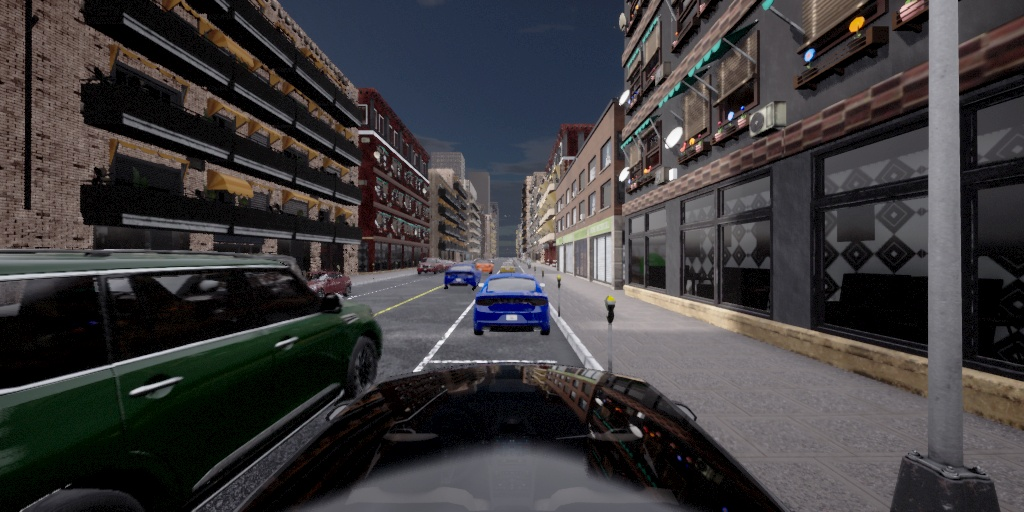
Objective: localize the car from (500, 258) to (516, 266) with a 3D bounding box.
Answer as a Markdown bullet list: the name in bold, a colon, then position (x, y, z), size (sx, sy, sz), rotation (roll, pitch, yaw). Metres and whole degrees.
- **car**: position (-0.456, 1.275, 39.173), size (1.751, 1.417, 4.829), rotation (0, 0, 0)

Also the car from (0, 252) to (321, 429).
- **car**: position (-6.246, 0.972, 6.911), size (2.150, 2.045, 5.566), rotation (0, 0, 0)

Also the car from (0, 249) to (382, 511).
- **car**: position (-3.046, 0.974, 3.082), size (2.150, 2.045, 5.566), rotation (0, 0, 0)

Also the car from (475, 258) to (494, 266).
- **car**: position (-3.145, 1.101, 40.328), size (2.097, 1.767, 4.553), rotation (0, 0, 0)

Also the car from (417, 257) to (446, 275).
- **car**: position (-8.837, 1.064, 39.007), size (2.192, 1.841, 5.009), rotation (0, 0, 0)

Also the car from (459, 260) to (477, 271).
- **car**: position (-6.146, 1.308, 50.464), size (1.837, 1.490, 4.892), rotation (0, 0, 0)

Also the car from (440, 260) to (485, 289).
- **car**: position (-3.044, 1.228, 22.918), size (1.882, 1.535, 5.008), rotation (0, 0, 0)

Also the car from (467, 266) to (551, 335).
- **car**: position (-0.005, 1.228, 10.499), size (1.882, 1.535, 5.008), rotation (0, 0, 0)
